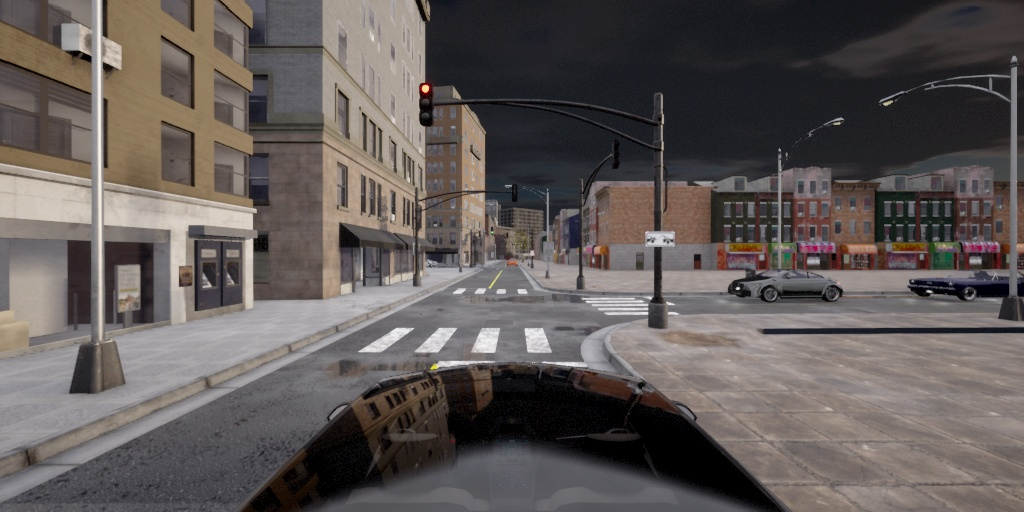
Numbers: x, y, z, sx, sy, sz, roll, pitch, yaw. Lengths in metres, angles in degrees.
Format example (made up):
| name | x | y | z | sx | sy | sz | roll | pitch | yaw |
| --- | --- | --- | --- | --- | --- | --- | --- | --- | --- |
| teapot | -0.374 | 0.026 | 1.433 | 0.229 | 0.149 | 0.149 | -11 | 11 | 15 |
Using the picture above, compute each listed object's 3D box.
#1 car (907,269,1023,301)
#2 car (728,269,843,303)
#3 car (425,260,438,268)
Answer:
| name | x | y | z | sx | sy | sz | roll | pitch | yaw |
| --- | --- | --- | --- | --- | --- | --- | --- | --- | --- |
| car | 20.822 | 1.264 | 16.007 | 4.718 | 1.301 | 1.895 | 0 | 0 | 0 |
| car | 12.036 | 1.260 | 15.957 | 4.181 | 1.385 | 1.994 | 0 | 0 | 0 |
| car | -15.508 | 1.361 | 63.531 | 4.674 | 1.442 | 1.812 | 0 | 0 | 9 |
